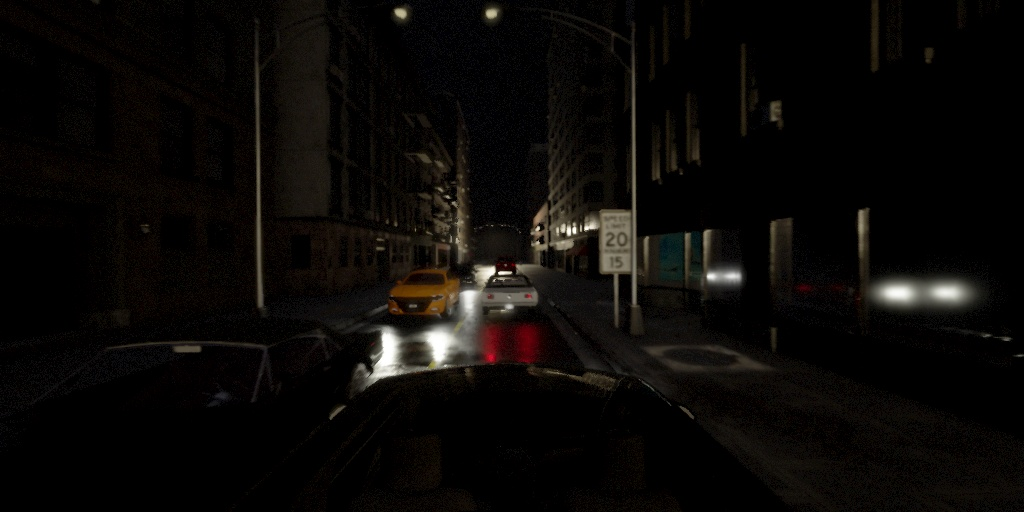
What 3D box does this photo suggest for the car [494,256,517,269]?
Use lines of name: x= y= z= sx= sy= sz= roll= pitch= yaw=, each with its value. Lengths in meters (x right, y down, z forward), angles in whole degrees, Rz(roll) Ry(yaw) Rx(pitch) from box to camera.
car: x=-0.664 y=0.975 z=37.583 sx=2.150 sy=2.045 sz=5.566 roll=0 pitch=0 yaw=-1

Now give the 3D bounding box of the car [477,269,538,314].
car: x=-0.130 y=1.350 z=13.818 sx=1.895 sy=1.301 sz=4.718 roll=0 pitch=0 yaw=-1

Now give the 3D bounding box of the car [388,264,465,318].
car: x=-3.067 y=1.247 z=13.355 sx=1.882 sy=1.535 sz=5.008 roll=0 pitch=0 yaw=-2

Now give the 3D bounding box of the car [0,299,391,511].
car: x=-2.855 y=1.370 z=3.285 sx=1.895 sy=1.301 sz=4.718 roll=0 pitch=0 yaw=-1

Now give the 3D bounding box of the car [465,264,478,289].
car: x=-3.277 y=1.274 z=23.707 sx=1.837 sy=1.490 sz=4.892 roll=0 pitch=0 yaw=-1
